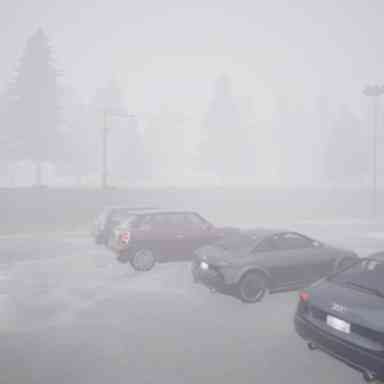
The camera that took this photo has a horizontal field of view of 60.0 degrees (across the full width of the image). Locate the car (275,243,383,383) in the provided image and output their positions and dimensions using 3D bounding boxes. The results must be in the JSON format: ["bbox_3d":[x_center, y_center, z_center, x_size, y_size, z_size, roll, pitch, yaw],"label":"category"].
[{"bbox_3d":[3.565,1.562,4.883,4.181,1.385,1.994,0,0,-26],"label":"car"}]

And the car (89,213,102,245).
[{"bbox_3d":[-1.850,1.341,13.930,4.553,1.767,2.097,0,0,-26],"label":"car"}]

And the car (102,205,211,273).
[{"bbox_3d":[-0.330,1.344,10.776,4.553,1.767,2.097,0,0,-26],"label":"car"}]

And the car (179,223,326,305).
[{"bbox_3d":[2.066,1.559,8.046,4.181,1.385,1.994,0,0,-26],"label":"car"}]
